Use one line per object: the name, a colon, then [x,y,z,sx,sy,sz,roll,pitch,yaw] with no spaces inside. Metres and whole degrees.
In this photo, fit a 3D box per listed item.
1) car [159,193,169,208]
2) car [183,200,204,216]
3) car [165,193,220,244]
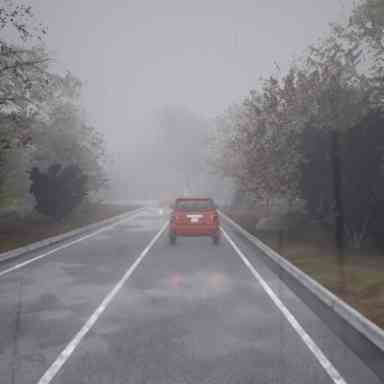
car: [-3.490,1.167,48.385,2.150,2.045,5.566,0,0,0]
car: [0.109,1.529,33.550,1.994,1.385,4.181,0,0,0]
car: [0.104,1.205,15.907,2.150,2.045,5.566,0,0,0]
